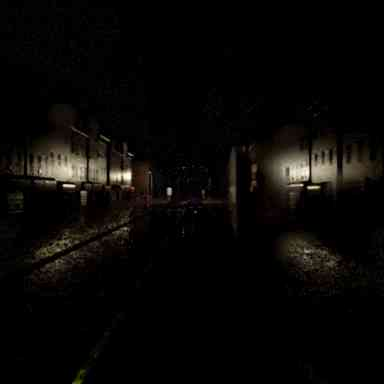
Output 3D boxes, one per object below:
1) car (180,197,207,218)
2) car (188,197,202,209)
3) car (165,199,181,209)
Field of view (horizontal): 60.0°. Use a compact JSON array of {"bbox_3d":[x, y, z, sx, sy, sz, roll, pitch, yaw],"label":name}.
[{"bbox_3d":[0.318,1.496,30.309,2.128,1.511,4.902,0,0,0],"label":"car"},{"bbox_3d":[0.445,1.481,46.138,1.882,1.535,5.008,0,0,1],"label":"car"},{"bbox_3d":[-2.397,1.564,44.535,1.994,1.385,4.181,0,0,1],"label":"car"}]
